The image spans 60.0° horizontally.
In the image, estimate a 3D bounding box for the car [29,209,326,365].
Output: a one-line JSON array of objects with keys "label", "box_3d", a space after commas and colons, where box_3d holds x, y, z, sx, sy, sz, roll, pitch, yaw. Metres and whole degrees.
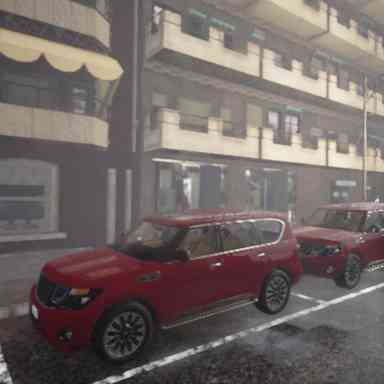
[{"label": "car", "box_3d": [-0.097, 1.293, 6.005, 5.009, 1.841, 2.192, 0, 2, -36]}]

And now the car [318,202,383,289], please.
[{"label": "car", "box_3d": [4.402, 1.257, 9.220, 5.009, 1.841, 2.192, 0, 2, -36]}]
